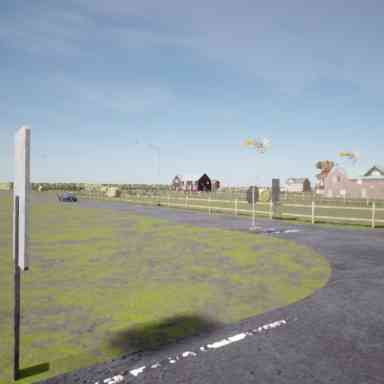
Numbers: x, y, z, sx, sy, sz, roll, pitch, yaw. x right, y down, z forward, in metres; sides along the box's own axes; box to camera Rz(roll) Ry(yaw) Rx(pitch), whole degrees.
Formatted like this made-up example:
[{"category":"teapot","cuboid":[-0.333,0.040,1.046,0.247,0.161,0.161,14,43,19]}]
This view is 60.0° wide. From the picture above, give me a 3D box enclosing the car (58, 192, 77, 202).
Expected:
[{"category":"car","cuboid":[-18.721,0.721,49.872,1.994,1.385,4.181,1,1,-36]}]
